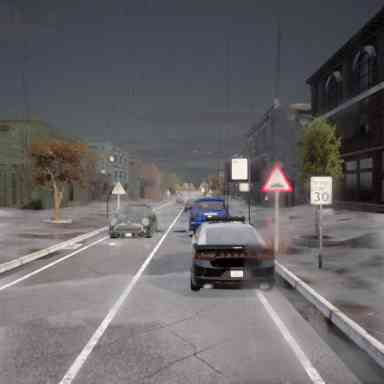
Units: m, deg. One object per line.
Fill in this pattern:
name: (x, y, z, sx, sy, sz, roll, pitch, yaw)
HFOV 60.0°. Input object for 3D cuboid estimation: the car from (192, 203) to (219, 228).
car: (0.930, 1.671, 25.394, 1.801, 1.575, 5.366, 0, -1, 0)

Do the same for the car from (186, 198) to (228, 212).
car: (0.923, 1.377, 19.235, 2.150, 2.045, 5.566, 0, -1, 0)

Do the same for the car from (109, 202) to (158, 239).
car: (-3.099, 1.473, 18.340, 2.097, 1.767, 4.553, -1, 0, -1)

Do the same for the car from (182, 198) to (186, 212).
car: (0.083, 1.754, 45.402, 2.097, 1.767, 4.553, 0, 0, 1)

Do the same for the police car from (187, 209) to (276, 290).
police car: (0.910, 1.476, 9.314, 1.930, 1.638, 5.238, 0, -1, 0)

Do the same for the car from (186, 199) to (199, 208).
car: (0.072, 2.039, 57.797, 2.033, 1.411, 5.357, 0, 0, 0)

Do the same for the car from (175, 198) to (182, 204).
car: (-2.903, 2.106, 79.560, 1.837, 1.490, 4.892, 0, 0, 0)
